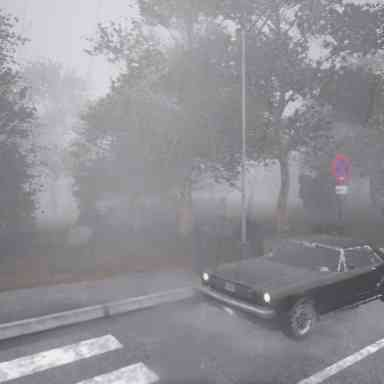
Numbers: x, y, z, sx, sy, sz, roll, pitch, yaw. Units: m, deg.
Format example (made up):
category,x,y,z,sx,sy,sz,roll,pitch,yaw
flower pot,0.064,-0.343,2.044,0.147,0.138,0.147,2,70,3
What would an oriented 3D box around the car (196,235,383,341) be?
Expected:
category,x,y,z,sx,sy,sz,roll,pitch,yaw
car,2.416,1.600,6.608,4.718,1.301,1.895,0,0,-35
